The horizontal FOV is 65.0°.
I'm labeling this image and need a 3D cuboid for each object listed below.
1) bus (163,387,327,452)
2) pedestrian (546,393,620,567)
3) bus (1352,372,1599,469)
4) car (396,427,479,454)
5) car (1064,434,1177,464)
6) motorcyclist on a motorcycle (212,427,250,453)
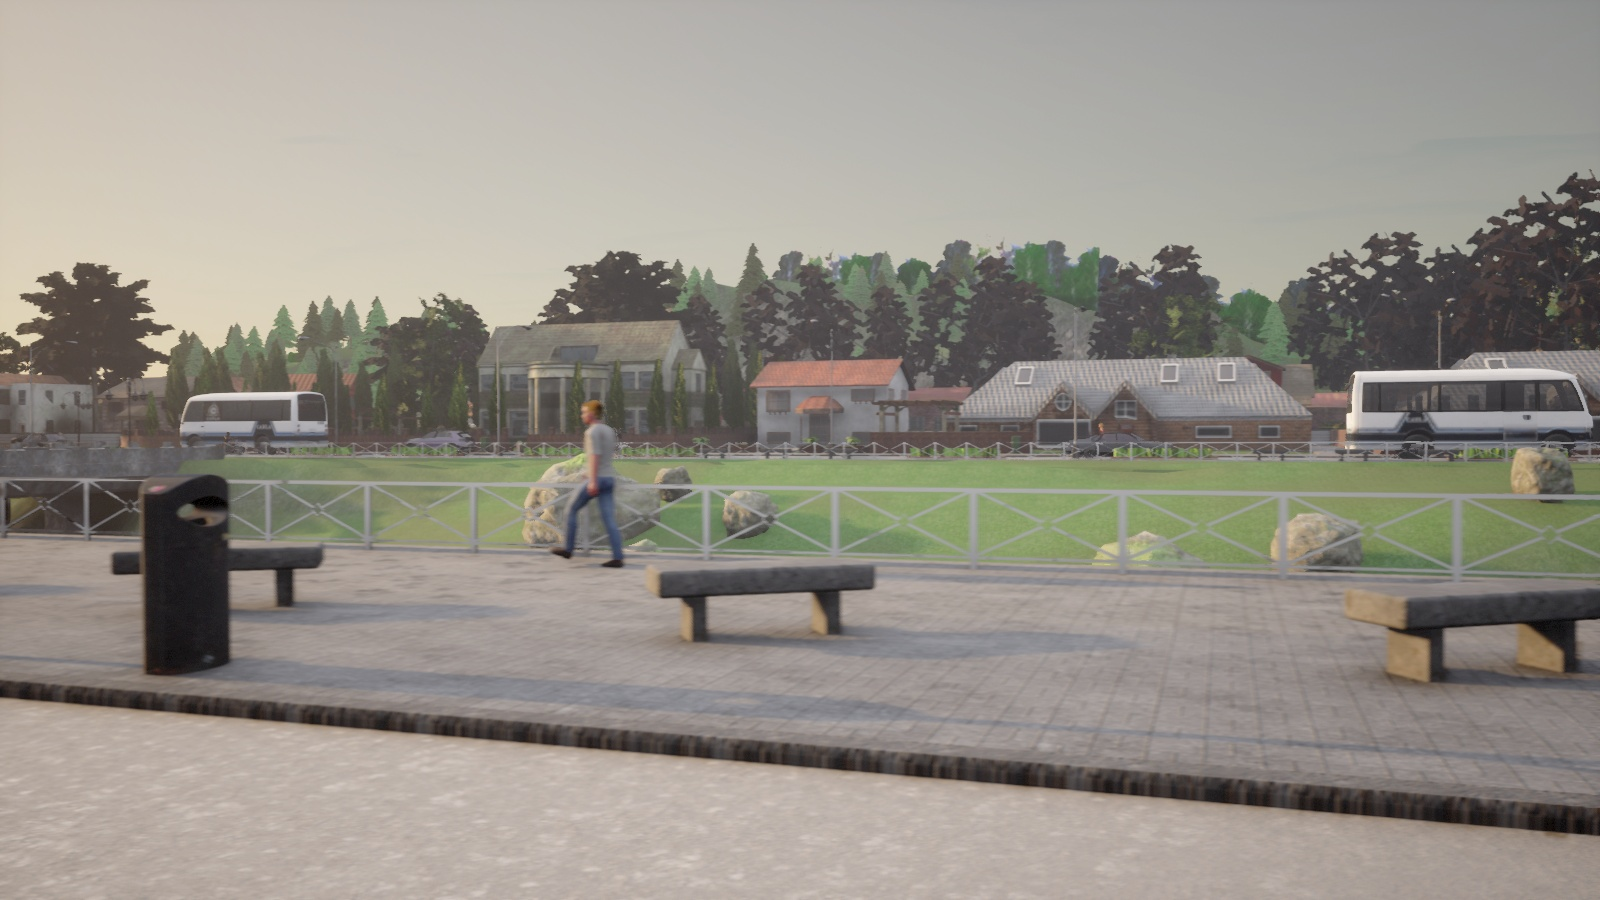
[{"bbox_3d":[-37.864,-2.065,85.721,10.273,4.253,3.944,1,1,19],"label":"bus"},{"bbox_3d":[-2.342,0.310,13.559,0.706,1.836,0.354,1,1,21],"label":"pedestrian"},{"bbox_3d":[31.374,-1.364,58.190,10.273,4.253,3.944,1,1,19],"label":"bus"},{"bbox_3d":[-23.340,-0.626,80.851,4.856,1.649,2.033,1,1,19],"label":"car"},{"bbox_3d":[16.175,-0.079,63.328,5.357,1.411,2.033,1,1,19],"label":"car"},{"bbox_3d":[-36.767,-0.661,81.151,2.350,1.649,0.766,1,1,19],"label":"motorcyclist on a motorcycle"}]
